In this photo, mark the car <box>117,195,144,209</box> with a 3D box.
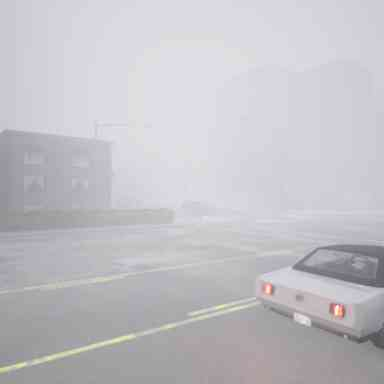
[{"bbox_3d":[-9.305,1.451,49.973,2.150,2.045,5.566,1,-1,-37],"label":"car"}]

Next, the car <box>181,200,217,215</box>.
[{"bbox_3d":[0.717,1.734,36.884,1.837,1.490,4.892,1,0,-37],"label":"car"}]

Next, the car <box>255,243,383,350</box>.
[{"bbox_3d":[3.480,1.667,6.348,4.718,1.301,1.895,1,0,-36],"label":"car"}]
